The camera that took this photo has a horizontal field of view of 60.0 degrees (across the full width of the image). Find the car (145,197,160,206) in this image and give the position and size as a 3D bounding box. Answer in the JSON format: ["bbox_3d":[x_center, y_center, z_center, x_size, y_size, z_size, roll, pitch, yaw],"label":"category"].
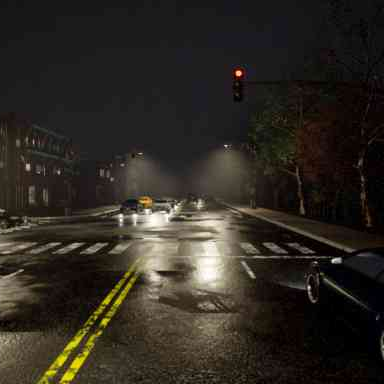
[{"bbox_3d":[-6.604,1.545,55.827,1.994,1.385,4.181,0,0,0],"label":"car"}]

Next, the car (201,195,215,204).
[{"bbox_3d":[3.319,1.469,62.773,2.128,1.511,4.902,0,0,0],"label":"car"}]

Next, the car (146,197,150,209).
[{"bbox_3d":[-6.610,1.463,45.916,1.882,1.535,5.008,0,0,0],"label":"car"}]

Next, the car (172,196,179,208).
[{"bbox_3d":[-3.361,1.477,46.253,2.128,1.511,4.902,0,0,0],"label":"car"}]

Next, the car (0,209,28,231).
[{"bbox_3d":[-12.806,1.608,20.567,4.902,1.511,2.128,-1,1,-3],"label":"car"}]

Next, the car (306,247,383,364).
[{"bbox_3d":[3.335,1.563,5.302,1.994,1.385,4.181,0,0,1],"label":"car"}]

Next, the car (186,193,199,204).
[{"bbox_3d":[0.071,1.199,64.209,2.150,2.045,5.566,0,0,0],"label":"car"}]

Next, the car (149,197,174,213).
[{"bbox_3d":[-3.358,1.515,36.985,1.812,1.442,4.674,0,0,0],"label":"car"}]

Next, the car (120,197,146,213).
[{"bbox_3d":[-6.637,1.515,36.831,1.812,1.442,4.674,0,0,1],"label":"car"}]

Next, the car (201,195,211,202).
[{"bbox_3d":[3.210,1.509,78.581,2.033,1.411,5.357,0,0,0],"label":"car"}]

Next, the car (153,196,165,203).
[{"bbox_3d":[-6.560,1.577,66.839,1.895,1.301,4.718,0,0,0],"label":"car"}]

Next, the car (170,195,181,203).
[{"bbox_3d":[-3.313,1.453,66.678,1.882,1.535,5.008,0,0,0],"label":"car"}]

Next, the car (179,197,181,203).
[{"bbox_3d":[-3.348,1.581,56.332,1.895,1.301,4.718,0,0,0],"label":"car"}]
